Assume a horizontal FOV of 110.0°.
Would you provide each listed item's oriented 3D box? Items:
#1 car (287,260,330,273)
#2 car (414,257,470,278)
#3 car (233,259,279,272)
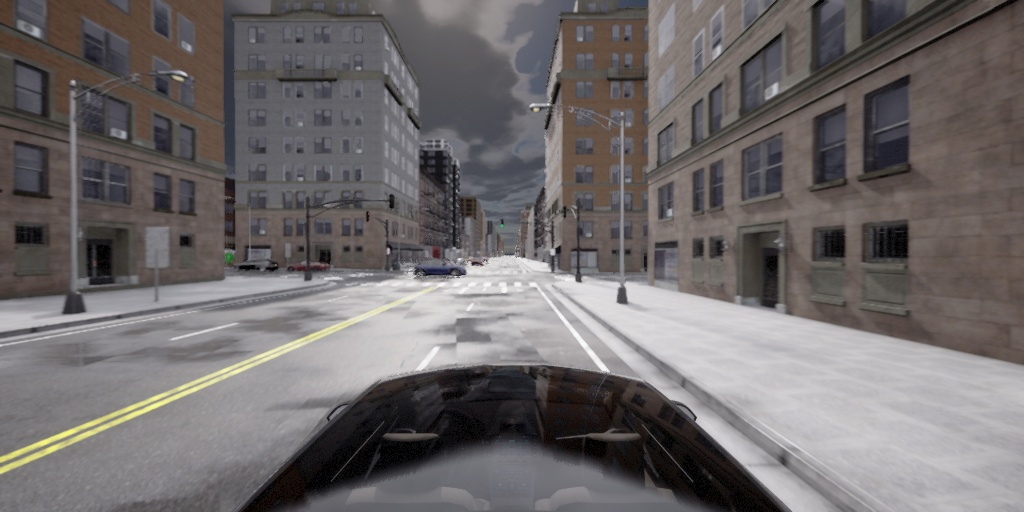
[{"bbox_3d":[-21.530,1.072,37.966,4.207,1.307,1.802,0,0,0],"label":"car"},{"bbox_3d":[-6.406,1.060,32.334,4.553,1.767,2.097,0,0,-1],"label":"car"},{"bbox_3d":[-27.095,0.990,37.979,4.313,1.339,1.948,0,0,0],"label":"car"}]
